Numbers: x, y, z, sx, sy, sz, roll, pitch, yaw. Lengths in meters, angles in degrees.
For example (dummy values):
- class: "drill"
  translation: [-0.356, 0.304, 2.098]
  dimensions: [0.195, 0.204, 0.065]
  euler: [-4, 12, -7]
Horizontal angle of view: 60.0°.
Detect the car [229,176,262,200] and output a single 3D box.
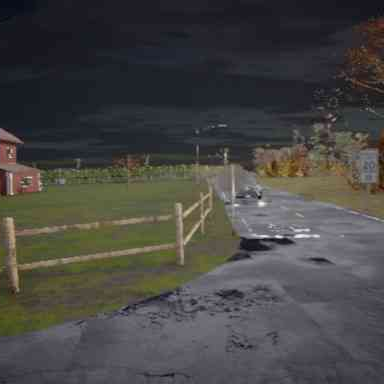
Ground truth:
- class: "car"
  translation: [3.964, -0.423, 25.235]
  dimensions: [2.097, 1.767, 4.553]
  euler: [-1, 3, 2]
